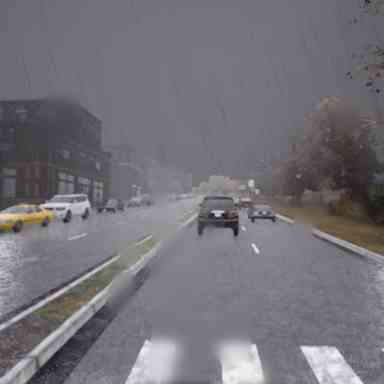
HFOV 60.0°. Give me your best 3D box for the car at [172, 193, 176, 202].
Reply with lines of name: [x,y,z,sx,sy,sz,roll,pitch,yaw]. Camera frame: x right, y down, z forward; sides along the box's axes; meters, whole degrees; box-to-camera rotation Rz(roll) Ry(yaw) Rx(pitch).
car: [-5.570,1.358,75.220,2.185,1.767,4.553,0,0,5]

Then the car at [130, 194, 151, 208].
car: [-7.885,1.469,47.792,2.231,1.521,4.892,0,0,5]

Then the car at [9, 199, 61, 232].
car: [-10.237,1.449,19.948,1.946,1.575,5.366,0,0,5]

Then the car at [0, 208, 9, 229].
car: [-10.702,1.446,14.443,1.946,1.575,5.366,0,0,5]

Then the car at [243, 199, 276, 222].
car: [5.417,1.559,26.333,2.033,1.411,5.357,0,0,5]

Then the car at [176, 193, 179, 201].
car: [-5.123,1.484,80.509,1.946,1.575,5.366,0,0,5]

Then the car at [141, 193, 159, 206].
car: [-7.424,1.220,53.263,2.435,2.045,5.566,0,0,5]

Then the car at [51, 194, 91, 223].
car: [-9.746,1.204,25.737,2.435,2.045,5.566,0,0,5]

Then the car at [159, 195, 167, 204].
car: [-6.686,1.478,62.655,2.231,1.521,4.892,0,0,6]

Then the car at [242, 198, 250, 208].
car: [6.978,1.495,43.921,1.882,1.535,5.008,0,0,5]

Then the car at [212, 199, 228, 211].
car: [3.634,1.586,42.982,1.994,1.385,4.181,0,0,5]

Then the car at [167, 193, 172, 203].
car: [-6.053,1.477,69.498,1.946,1.575,5.366,0,0,5]

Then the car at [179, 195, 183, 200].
car: [-4.645,1.239,86.172,2.435,2.045,5.566,0,0,5]

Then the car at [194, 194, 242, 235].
car: [1.529,1.235,19.249,2.150,2.045,5.566,0,0,5]

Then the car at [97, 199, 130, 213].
car: [-8.822,1.491,36.744,2.163,1.488,4.792,0,0,5]
